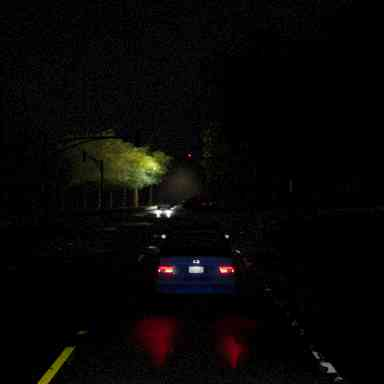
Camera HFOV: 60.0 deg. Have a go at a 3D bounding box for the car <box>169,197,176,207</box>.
[{"bbox_3d":[-4.355,1.910,58.875,2.097,1.767,4.553,0,-1,-1],"label":"car"}]

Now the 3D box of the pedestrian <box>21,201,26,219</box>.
[{"bbox_3d":[-18.091,1.917,35.611,0.375,1.860,0.375,0,1,2],"label":"pedestrian"}]

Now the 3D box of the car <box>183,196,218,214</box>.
[{"bbox_3d":[0.922,1.447,38.961,2.150,2.045,5.566,0,0,-25],"label":"car"}]

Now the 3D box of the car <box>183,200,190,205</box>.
[{"bbox_3d":[-1.503,2.962,90.944,1.895,1.301,4.718,0,-2,-1],"label":"car"}]

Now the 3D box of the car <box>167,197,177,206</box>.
[{"bbox_3d":[-4.741,2.225,79.284,2.150,2.045,5.566,0,-1,-1],"label":"car"}]

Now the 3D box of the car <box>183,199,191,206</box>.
[{"bbox_3d":[-1.269,2.534,80.553,1.837,1.490,4.892,0,-2,-1],"label":"car"}]

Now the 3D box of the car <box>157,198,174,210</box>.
[{"bbox_3d":[-4.169,2.000,49.771,1.895,1.301,4.718,0,-1,-1],"label":"car"}]

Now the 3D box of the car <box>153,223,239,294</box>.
[{"bbox_3d":[0.089,1.550,8.940,2.033,1.411,5.357,0,0,0],"label":"car"}]
